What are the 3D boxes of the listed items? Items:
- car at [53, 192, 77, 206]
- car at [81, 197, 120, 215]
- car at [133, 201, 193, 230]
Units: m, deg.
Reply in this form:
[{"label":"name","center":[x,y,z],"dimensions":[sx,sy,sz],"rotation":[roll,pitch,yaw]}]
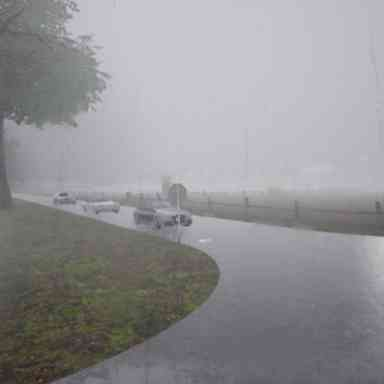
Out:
[{"label":"car","center":[-14.592,0.767,37.960],"dimensions":[1.837,1.490,4.892],"rotation":[-2,3,-33]},{"label":"car","center":[-7.455,1.056,27.017],"dimensions":[1.895,1.301,4.718],"rotation":[-2,2,-33]},{"label":"car","center":[-1.704,1.190,18.258],"dimensions":[1.994,1.385,4.181],"rotation":[-2,2,-32]}]
